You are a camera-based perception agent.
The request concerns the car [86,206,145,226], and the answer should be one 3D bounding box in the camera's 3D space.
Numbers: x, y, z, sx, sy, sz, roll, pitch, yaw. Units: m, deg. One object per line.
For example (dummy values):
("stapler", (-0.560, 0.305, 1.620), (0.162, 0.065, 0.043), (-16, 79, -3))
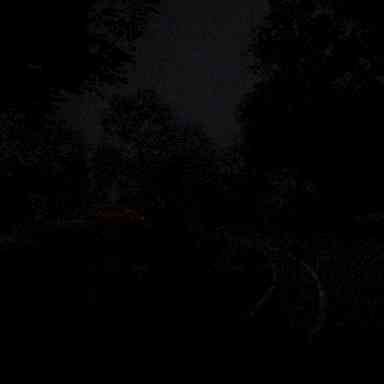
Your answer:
("car", (-6.405, 1.965, 27.786), (5.008, 1.535, 1.882), (-1, -2, 15))
